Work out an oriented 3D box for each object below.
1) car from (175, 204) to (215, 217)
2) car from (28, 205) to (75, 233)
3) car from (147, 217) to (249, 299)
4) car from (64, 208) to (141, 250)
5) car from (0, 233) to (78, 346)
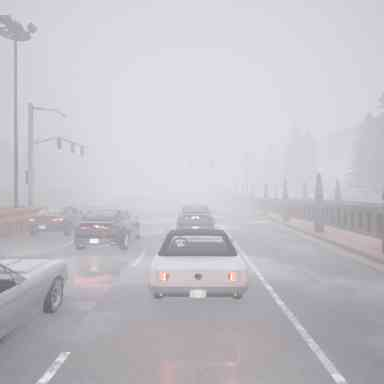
[{"bbox_3d":[0.182,1.388,17.536,1.837,1.490,4.892,0,0,0],"label":"car"},{"bbox_3d":[-6.847,1.410,17.441,1.812,1.442,4.674,0,0,-1],"label":"car"},{"bbox_3d":[0.129,1.551,8.276,1.895,1.301,4.718,0,0,0],"label":"car"},{"bbox_3d":[-3.341,1.415,13.813,1.837,1.490,4.892,0,0,0],"label":"car"},{"bbox_3d":[-3.386,1.577,4.586,1.895,1.301,4.718,0,0,0],"label":"car"}]
